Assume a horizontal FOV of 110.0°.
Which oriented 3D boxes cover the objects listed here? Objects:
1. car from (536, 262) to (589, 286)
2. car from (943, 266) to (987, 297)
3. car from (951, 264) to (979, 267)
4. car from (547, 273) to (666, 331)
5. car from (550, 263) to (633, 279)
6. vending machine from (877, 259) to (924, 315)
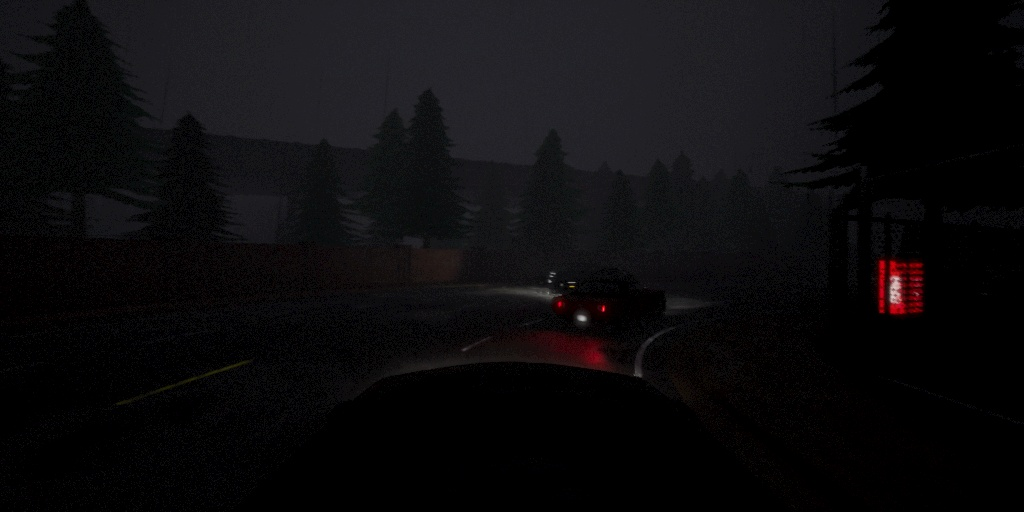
[{"bbox_3d":[3.917,1.189,24.055,4.553,1.767,2.097,1,0,-24],"label":"car"},{"bbox_3d":[25.262,1.538,21.036,4.892,1.490,1.837,1,0,-21],"label":"car"},{"bbox_3d":[46.150,1.618,36.793,4.553,1.767,2.097,1,0,-21],"label":"car"},{"bbox_3d":[3.308,1.404,11.390,1.895,1.301,4.718,0,0,39],"label":"car"},{"bbox_3d":[4.904,1.343,20.603,4.892,1.490,1.837,1,0,-26],"label":"car"},{"bbox_3d":[13.481,1.097,12.422,0.880,2.100,1.100,0,0,-21],"label":"vending machine"}]
